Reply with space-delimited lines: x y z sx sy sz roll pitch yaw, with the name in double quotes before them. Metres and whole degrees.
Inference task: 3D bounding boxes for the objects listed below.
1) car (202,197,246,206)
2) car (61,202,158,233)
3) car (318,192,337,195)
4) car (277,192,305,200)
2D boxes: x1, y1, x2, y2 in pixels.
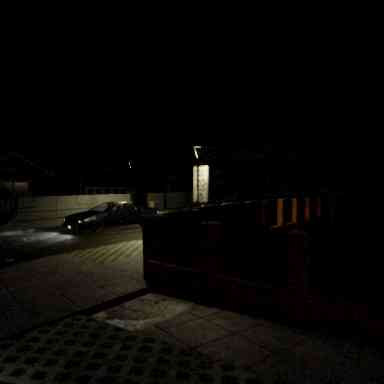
"car" 2.790 1.075 25.541 1.895 1.301 4.718 1 2 44
"car" -4.125 1.234 17.900 2.033 1.411 5.357 1 2 41
"car" 12.889 0.799 31.218 4.892 1.490 1.837 -1 2 -42
"car" 10.279 0.754 32.807 5.008 1.535 1.882 -1 2 -42
